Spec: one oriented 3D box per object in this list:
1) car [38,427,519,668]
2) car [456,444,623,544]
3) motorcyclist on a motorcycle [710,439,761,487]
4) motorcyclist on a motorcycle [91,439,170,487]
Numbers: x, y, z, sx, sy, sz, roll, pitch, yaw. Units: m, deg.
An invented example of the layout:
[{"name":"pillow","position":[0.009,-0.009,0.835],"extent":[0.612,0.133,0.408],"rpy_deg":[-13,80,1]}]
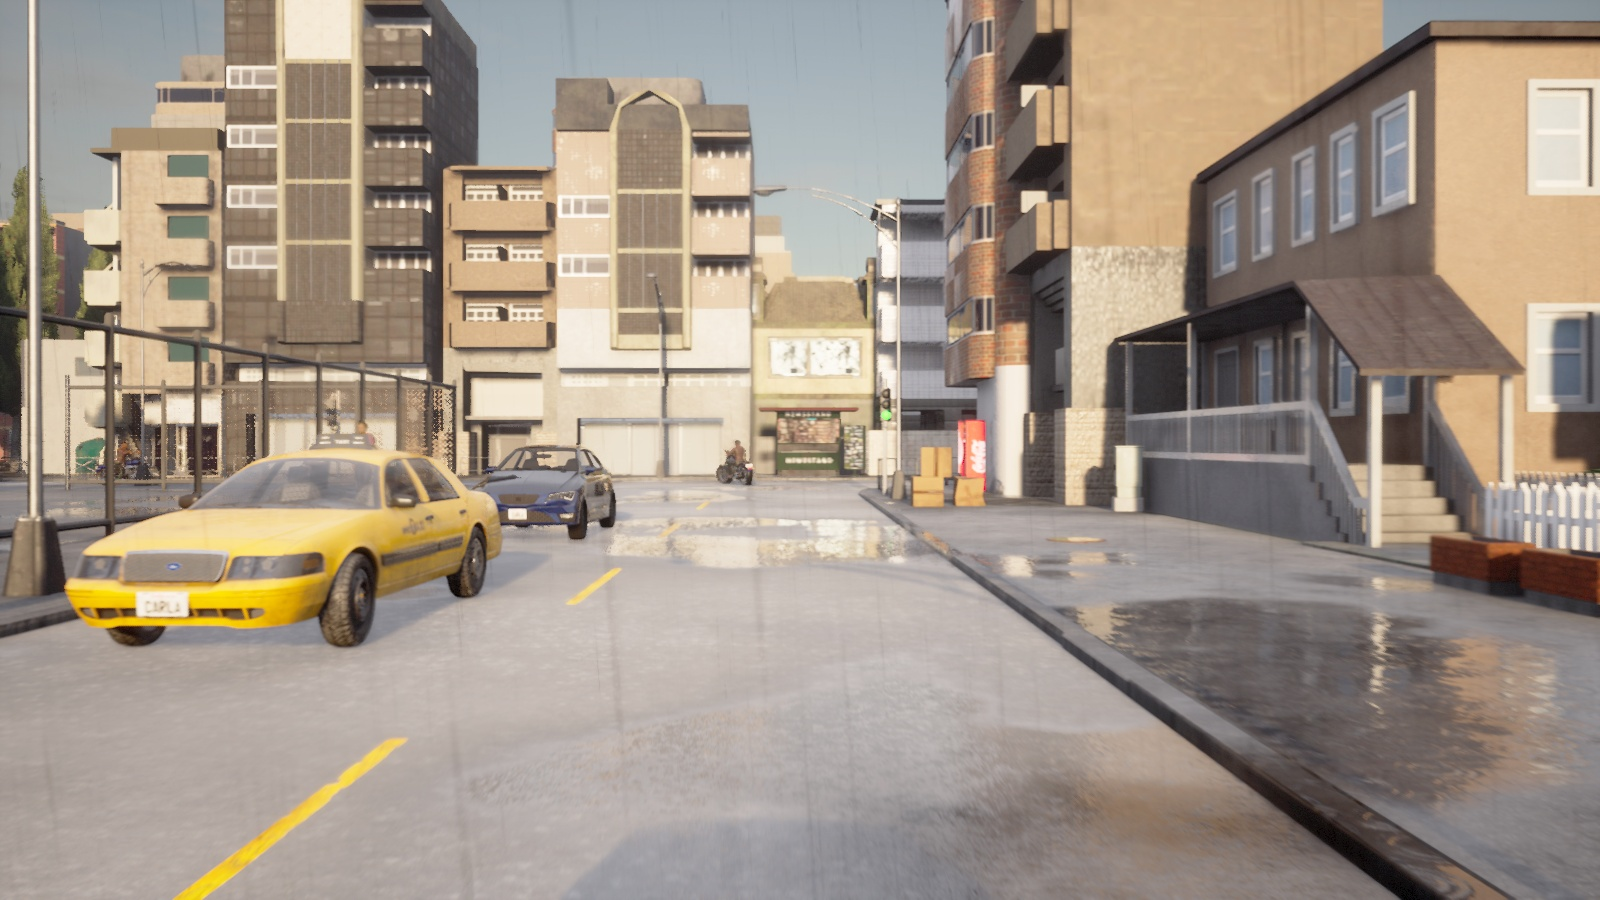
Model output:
[{"name":"car","position":[-4.026,0.621,10.921],"extent":[1.801,1.575,5.366],"rpy_deg":[0,0,2]},{"name":"car","position":[-4.145,0.641,20.631],"extent":[1.816,1.474,4.193],"rpy_deg":[0,0,1]},{"name":"motorcyclist on a motorcycle","position":[-2.276,0.446,44.202],"extent":[0.766,1.649,2.350],"rpy_deg":[-2,1,-30]},{"name":"motorcyclist on a motorcycle","position":[-23.286,0.435,43.695],"extent":[2.350,1.649,0.766],"rpy_deg":[0,0,0]}]
